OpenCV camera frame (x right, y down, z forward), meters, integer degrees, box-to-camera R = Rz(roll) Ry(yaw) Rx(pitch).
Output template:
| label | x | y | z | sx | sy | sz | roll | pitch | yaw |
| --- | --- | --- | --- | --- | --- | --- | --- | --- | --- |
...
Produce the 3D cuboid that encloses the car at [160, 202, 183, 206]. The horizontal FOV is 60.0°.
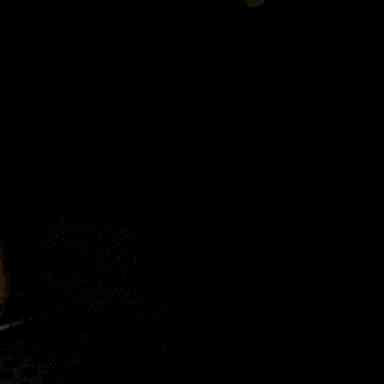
| label | x | y | z | sx | sy | sz | roll | pitch | yaw |
| --- | --- | --- | --- | --- | --- | --- | --- | --- | --- |
| car | -2.537 | 1.898 | 40.808 | 2.033 | 1.411 | 5.357 | 0 | 0 | 36 |
